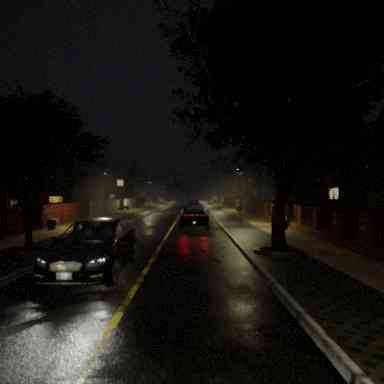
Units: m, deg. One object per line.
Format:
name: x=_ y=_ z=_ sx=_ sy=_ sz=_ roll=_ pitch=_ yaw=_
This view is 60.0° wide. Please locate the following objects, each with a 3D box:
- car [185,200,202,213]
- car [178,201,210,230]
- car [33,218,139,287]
car: x=0.178 y=1.742 z=40.495 sx=2.033 sy=1.411 sz=5.357 roll=0 pitch=0 yaw=0
car: x=0.143 y=1.601 z=21.913 sx=2.128 sy=1.511 sz=4.902 roll=0 pitch=0 yaw=0
car: x=-2.731 y=1.541 z=9.564 sx=2.128 sy=1.511 sz=4.902 roll=0 pitch=0 yaw=0
